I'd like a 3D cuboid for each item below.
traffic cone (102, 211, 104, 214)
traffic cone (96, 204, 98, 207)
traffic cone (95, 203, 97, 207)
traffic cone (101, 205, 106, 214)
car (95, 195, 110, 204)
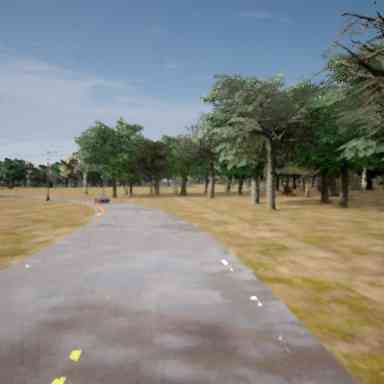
[{"bbox_3d":[-8.018,1.991,28.264,0.580,0.340,0.340,0,0,-7],"label":"traffic cone"},{"bbox_3d":[-11.712,1.797,42.378,0.340,0.580,0.340,-1,1,-20],"label":"traffic cone"},{"bbox_3d":[-13.444,1.768,46.959,0.340,0.580,0.340,-1,1,-22],"label":"traffic cone"},{"bbox_3d":[-8.774,1.848,33.035,0.340,0.580,0.340,-1,0,-15],"label":"traffic cone"},{"bbox_3d":[-15.196,1.216,56.286,1.882,1.535,5.008,-1,1,-26],"label":"car"}]
